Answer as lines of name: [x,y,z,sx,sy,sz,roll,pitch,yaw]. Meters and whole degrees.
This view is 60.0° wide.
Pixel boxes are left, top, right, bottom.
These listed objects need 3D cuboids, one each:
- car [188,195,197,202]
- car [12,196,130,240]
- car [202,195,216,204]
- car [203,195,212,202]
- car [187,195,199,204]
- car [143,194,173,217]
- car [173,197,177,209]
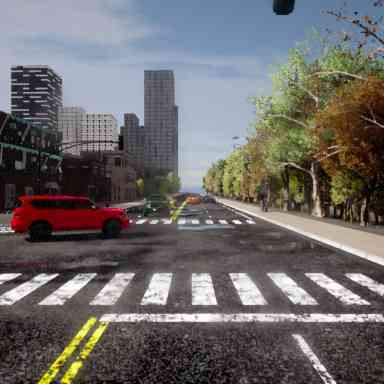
car: [0.126,1.449,72.843,1.882,1.535,5.008,0,0,0]
car: [-6.027,1.217,16.946,5.566,2.045,2.150,0,0,-25]
car: [3.450,1.540,63.153,1.994,1.385,4.181,0,0,0]
car: [3.364,1.471,73.109,1.837,1.490,4.892,0,0,0]
car: [0.195,1.328,63.022,2.097,1.767,4.553,0,0,0]
car: [-3.293,1.212,32.085,2.150,2.045,5.566,0,0,0]
car: [-3.272,1.463,42.267,1.882,1.535,5.008,0,0,0]
